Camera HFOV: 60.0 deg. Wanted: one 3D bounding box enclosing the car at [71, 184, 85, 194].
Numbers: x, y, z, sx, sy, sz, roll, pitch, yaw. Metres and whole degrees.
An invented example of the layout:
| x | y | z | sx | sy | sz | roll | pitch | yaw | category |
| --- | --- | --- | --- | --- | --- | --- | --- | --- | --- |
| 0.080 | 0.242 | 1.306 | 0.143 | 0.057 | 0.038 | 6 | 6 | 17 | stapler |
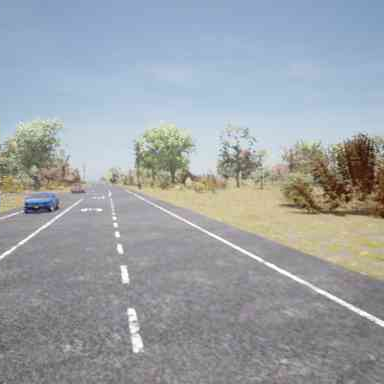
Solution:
| x | y | z | sx | sy | sz | roll | pitch | yaw | category |
| --- | --- | --- | --- | --- | --- | --- | --- | --- | --- |
| -19.372 | -0.626 | 56.484 | 2.097 | 1.767 | 4.553 | -1 | 2 | -15 | car |

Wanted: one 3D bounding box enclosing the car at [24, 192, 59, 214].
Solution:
| x | y | z | sx | sy | sz | roll | pitch | yaw | category |
| --- | --- | --- | --- | --- | --- | --- | --- | --- | --- |
| -11.667 | 0.731 | 25.963 | 1.882 | 1.535 | 5.008 | -3 | 3 | -14 | car |
